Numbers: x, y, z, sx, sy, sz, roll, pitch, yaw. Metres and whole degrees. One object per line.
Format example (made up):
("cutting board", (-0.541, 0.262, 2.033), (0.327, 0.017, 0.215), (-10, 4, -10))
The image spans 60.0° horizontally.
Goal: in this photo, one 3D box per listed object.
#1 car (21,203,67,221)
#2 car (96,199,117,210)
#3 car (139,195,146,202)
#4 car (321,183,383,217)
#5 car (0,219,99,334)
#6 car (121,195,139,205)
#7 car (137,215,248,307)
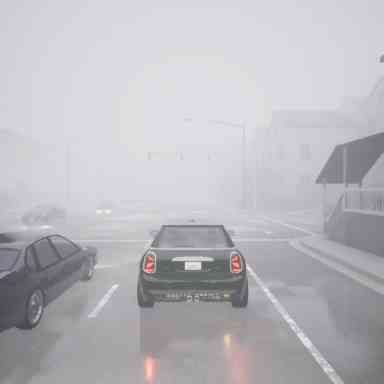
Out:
("car", (-10.833, 1.525, 24.741), (1.812, 1.442, 4.674), (0, 0, -1))
("car", (-11.024, 1.563, 43.221), (1.994, 1.385, 4.181), (0, 0, -1))
("car", (-11.229, 1.520, 73.650), (2.128, 1.511, 4.902), (0, 0, -1))
("car", (13.707, 0.727, 27.933), (5.566, 2.045, 2.150), (-14, 0, -2))
("car", (-3.485, 1.547, 6.843), (2.033, 1.411, 5.357), (0, 0, 0))
("car", (-11.154, 1.351, 58.462), (2.097, 1.767, 4.553), (0, 0, 0))
("car", (0.006, 1.352, 8.124), (2.097, 1.767, 4.553), (0, 0, 0))
